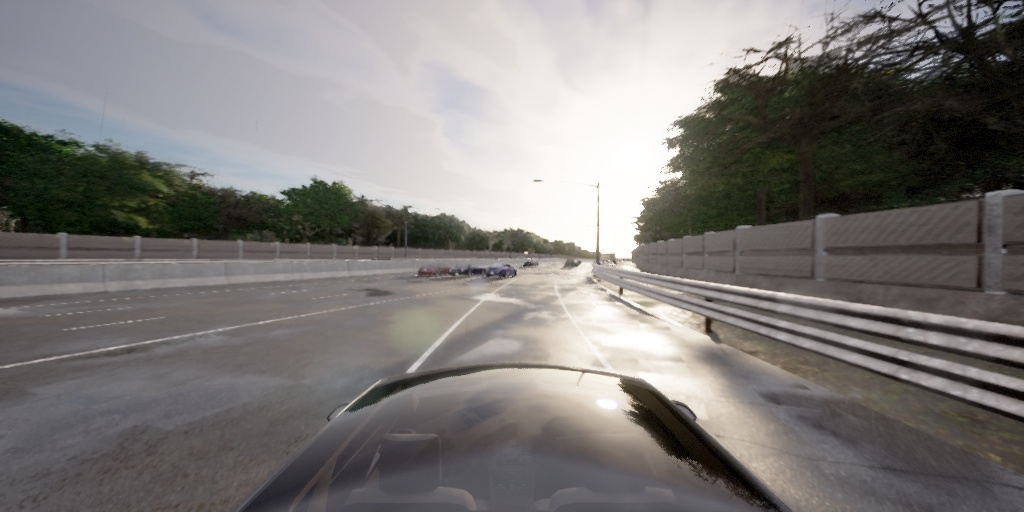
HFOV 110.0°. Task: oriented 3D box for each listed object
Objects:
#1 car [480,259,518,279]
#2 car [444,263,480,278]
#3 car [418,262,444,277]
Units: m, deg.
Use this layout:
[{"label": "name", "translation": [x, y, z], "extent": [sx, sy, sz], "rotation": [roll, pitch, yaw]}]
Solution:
[{"label": "car", "translation": [-0.965, 1.308, 33.410], "extent": [1.812, 1.442, 4.674], "rotation": [1, 0, 20]}, {"label": "car", "translation": [-4.246, 1.349, 34.629], "extent": [1.895, 1.301, 4.718], "rotation": [1, 0, 20]}, {"label": "car", "translation": [-7.554, 1.278, 35.770], "extent": [1.994, 1.385, 4.181], "rotation": [1, 0, 20]}]
